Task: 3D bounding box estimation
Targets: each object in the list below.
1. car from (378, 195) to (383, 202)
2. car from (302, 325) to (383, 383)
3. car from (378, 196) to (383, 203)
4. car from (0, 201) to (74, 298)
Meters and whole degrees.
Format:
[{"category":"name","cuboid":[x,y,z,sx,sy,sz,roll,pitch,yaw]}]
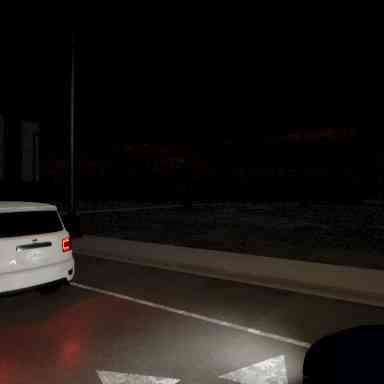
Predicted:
[{"category":"car","cuboid":[39.927,1.369,67.953,1.853,1.218,4.536,1,1,6]},{"category":"car","cuboid":[3.005,1.516,1.843,4.674,1.442,1.812,0,0,35]},{"category":"car","cuboid":[39.921,1.527,67.903,2.038,1.542,4.974,1,1,6]},{"category":"car","cuboid":[-5.032,1.220,7.576,5.566,2.045,2.150,0,0,35]}]
